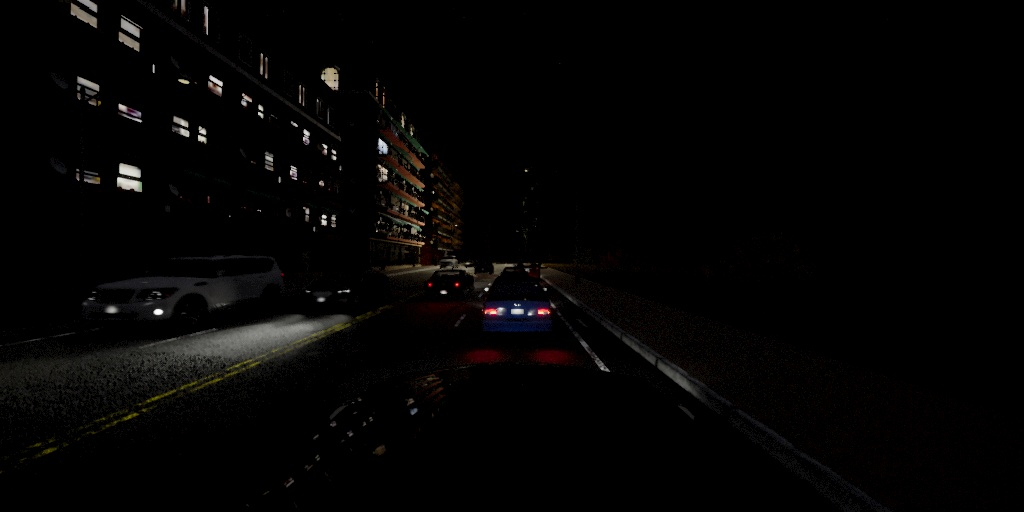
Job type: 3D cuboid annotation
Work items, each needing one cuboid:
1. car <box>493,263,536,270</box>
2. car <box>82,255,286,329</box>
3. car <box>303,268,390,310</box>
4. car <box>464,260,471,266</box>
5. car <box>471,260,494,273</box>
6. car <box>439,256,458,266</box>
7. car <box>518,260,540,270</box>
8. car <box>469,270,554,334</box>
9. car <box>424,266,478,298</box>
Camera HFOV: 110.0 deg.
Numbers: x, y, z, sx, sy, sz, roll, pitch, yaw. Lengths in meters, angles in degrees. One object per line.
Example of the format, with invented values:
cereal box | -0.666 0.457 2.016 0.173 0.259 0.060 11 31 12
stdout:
car | 0.129 1.317 20.916 1.994 1.385 4.181 0 0 1
car | -9.833 0.973 11.571 2.150 2.045 5.566 0 0 0
car | -6.577 1.244 14.815 2.128 1.511 4.902 0 0 0
car | -6.483 1.300 57.556 2.033 1.411 5.357 0 0 0
car | -3.079 1.231 40.321 1.882 1.535 5.008 0 0 0
car | -9.739 0.973 55.184 2.150 2.045 5.566 0 0 0
car | 1.189 1.105 29.851 2.097 1.767 4.553 0 0 0
car | 0.117 1.299 10.583 2.033 1.411 5.357 0 0 0
car | -3.119 1.353 18.655 1.895 1.301 4.718 0 0 0
